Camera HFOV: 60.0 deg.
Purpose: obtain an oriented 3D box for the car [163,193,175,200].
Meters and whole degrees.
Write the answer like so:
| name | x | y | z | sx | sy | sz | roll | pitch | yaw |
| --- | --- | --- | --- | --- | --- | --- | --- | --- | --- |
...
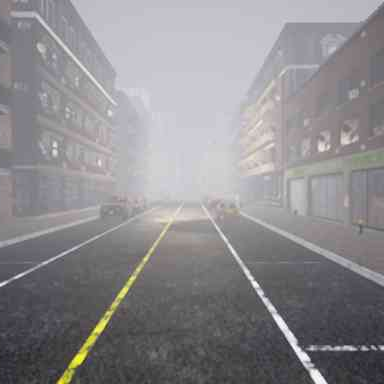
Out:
| name | x | y | z | sx | sy | sz | roll | pitch | yaw |
| --- | --- | --- | --- | --- | --- | --- | --- | --- | --- |
| car | -5.691 | 1.021 | 76.680 | 2.008 | 1.369 | 4.403 | 0 | 0 | 0 |

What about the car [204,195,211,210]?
| name | x | y | z | sx | sy | sz | roll | pitch | yaw |
| --- | --- | --- | --- | --- | --- | --- | --- | --- | --- |
| car | 2.690 | 1.289 | 37.225 | 1.887 | 1.381 | 4.507 | 0 | 0 | 0 |

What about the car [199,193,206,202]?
| name | x | y | z | sx | sy | sz | roll | pitch | yaw |
| --- | --- | --- | --- | --- | --- | --- | --- | --- | --- |
| car | 2.690 | 1.139 | 59.768 | 2.008 | 1.369 | 4.403 | 0 | 0 | 0 |

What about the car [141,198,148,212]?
| name | x | y | z | sx | sy | sz | roll | pitch | yaw |
| --- | --- | --- | --- | --- | --- | --- | --- | --- | --- |
| car | -5.690 | 1.224 | 31.591 | 1.967 | 1.590 | 4.097 | 0 | 0 | 0 |

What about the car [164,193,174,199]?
| name | x | y | z | sx | sy | sz | roll | pitch | yaw |
| --- | --- | --- | --- | --- | --- | --- | --- | --- | --- |
| car | -5.692 | 0.981 | 82.317 | 2.008 | 1.369 | 4.403 | 0 | 0 | 0 |

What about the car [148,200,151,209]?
| name | x | y | z | sx | sy | sz | roll | pitch | yaw |
| --- | --- | --- | --- | --- | --- | --- | --- | --- | --- |
| car | -5.690 | 1.289 | 37.229 | 1.887 | 1.381 | 4.507 | 0 | 0 | 0 |

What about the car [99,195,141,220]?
| name | x | y | z | sx | sy | sz | roll | pitch | yaw |
| --- | --- | --- | --- | --- | --- | --- | --- | --- | --- |
| car | -5.689 | 1.137 | 25.955 | 2.192 | 1.841 | 5.009 | 0 | 0 | 0 |

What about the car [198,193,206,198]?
| name | x | y | z | sx | sy | sz | roll | pitch | yaw |
| --- | --- | --- | --- | --- | --- | --- | --- | --- | --- |
| car | 2.689 | 0.956 | 87.949 | 1.947 | 1.339 | 4.313 | 0 | 0 | 0 |

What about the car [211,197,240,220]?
| name | x | y | z | sx | sy | sz | roll | pitch | yaw |
| --- | --- | --- | --- | --- | --- | --- | --- | --- | --- |
| car | 2.690 | 1.347 | 26.122 | 1.752 | 1.417 | 4.829 | 0 | 0 | 0 |

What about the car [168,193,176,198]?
| name | x | y | z | sx | sy | sz | roll | pitch | yaw |
| --- | --- | --- | --- | --- | --- | --- | --- | --- | --- |
| car | -5.692 | 0.895 | 93.589 | 1.887 | 1.381 | 4.507 | 0 | 0 | 0 |
